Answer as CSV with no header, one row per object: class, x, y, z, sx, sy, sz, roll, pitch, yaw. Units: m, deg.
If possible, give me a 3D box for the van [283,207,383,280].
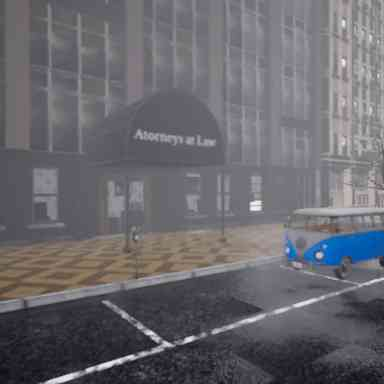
van,4.401,1.343,9.704,3.998,1.788,1.690,0,0,-35
